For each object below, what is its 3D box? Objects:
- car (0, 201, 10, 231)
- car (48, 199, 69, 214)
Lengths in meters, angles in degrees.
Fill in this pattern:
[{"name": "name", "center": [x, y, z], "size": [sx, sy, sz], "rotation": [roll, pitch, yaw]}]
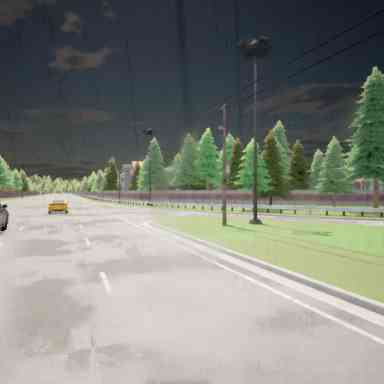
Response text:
[{"name": "car", "center": [-11.171, 1.227, 17.518], "size": [2.150, 2.045, 5.566], "rotation": [0, 0, -21]}, {"name": "car", "center": [-14.630, 1.487, 36.449], "size": [1.882, 1.535, 5.008], "rotation": [0, 0, -21]}]
